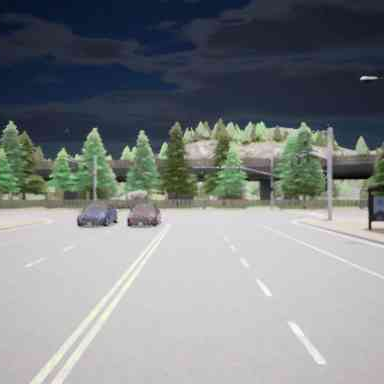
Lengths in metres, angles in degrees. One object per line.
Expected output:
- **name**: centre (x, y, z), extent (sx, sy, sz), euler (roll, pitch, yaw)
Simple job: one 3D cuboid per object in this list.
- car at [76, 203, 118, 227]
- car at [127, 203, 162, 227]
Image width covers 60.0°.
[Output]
- **car**: centre (-7.015, 1.623, 25.027), extent (2.097, 1.767, 4.553), euler (0, -1, 0)
- **car**: centre (-3.515, 1.623, 25.028), extent (2.097, 1.767, 4.553), euler (0, -1, 0)
